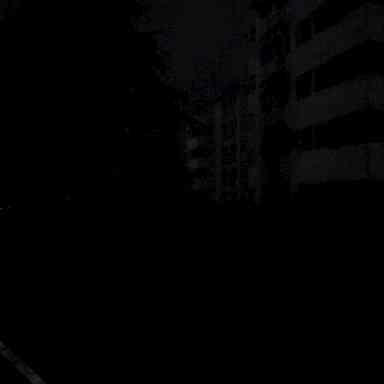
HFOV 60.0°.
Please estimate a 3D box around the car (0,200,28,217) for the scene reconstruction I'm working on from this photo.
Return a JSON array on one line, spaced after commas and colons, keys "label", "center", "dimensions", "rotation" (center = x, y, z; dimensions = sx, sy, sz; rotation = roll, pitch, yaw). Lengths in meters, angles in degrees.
[{"label": "car", "center": [-19.380, 1.689, 35.728], "dimensions": [2.097, 1.767, 4.553], "rotation": [0, 0, -4]}]
